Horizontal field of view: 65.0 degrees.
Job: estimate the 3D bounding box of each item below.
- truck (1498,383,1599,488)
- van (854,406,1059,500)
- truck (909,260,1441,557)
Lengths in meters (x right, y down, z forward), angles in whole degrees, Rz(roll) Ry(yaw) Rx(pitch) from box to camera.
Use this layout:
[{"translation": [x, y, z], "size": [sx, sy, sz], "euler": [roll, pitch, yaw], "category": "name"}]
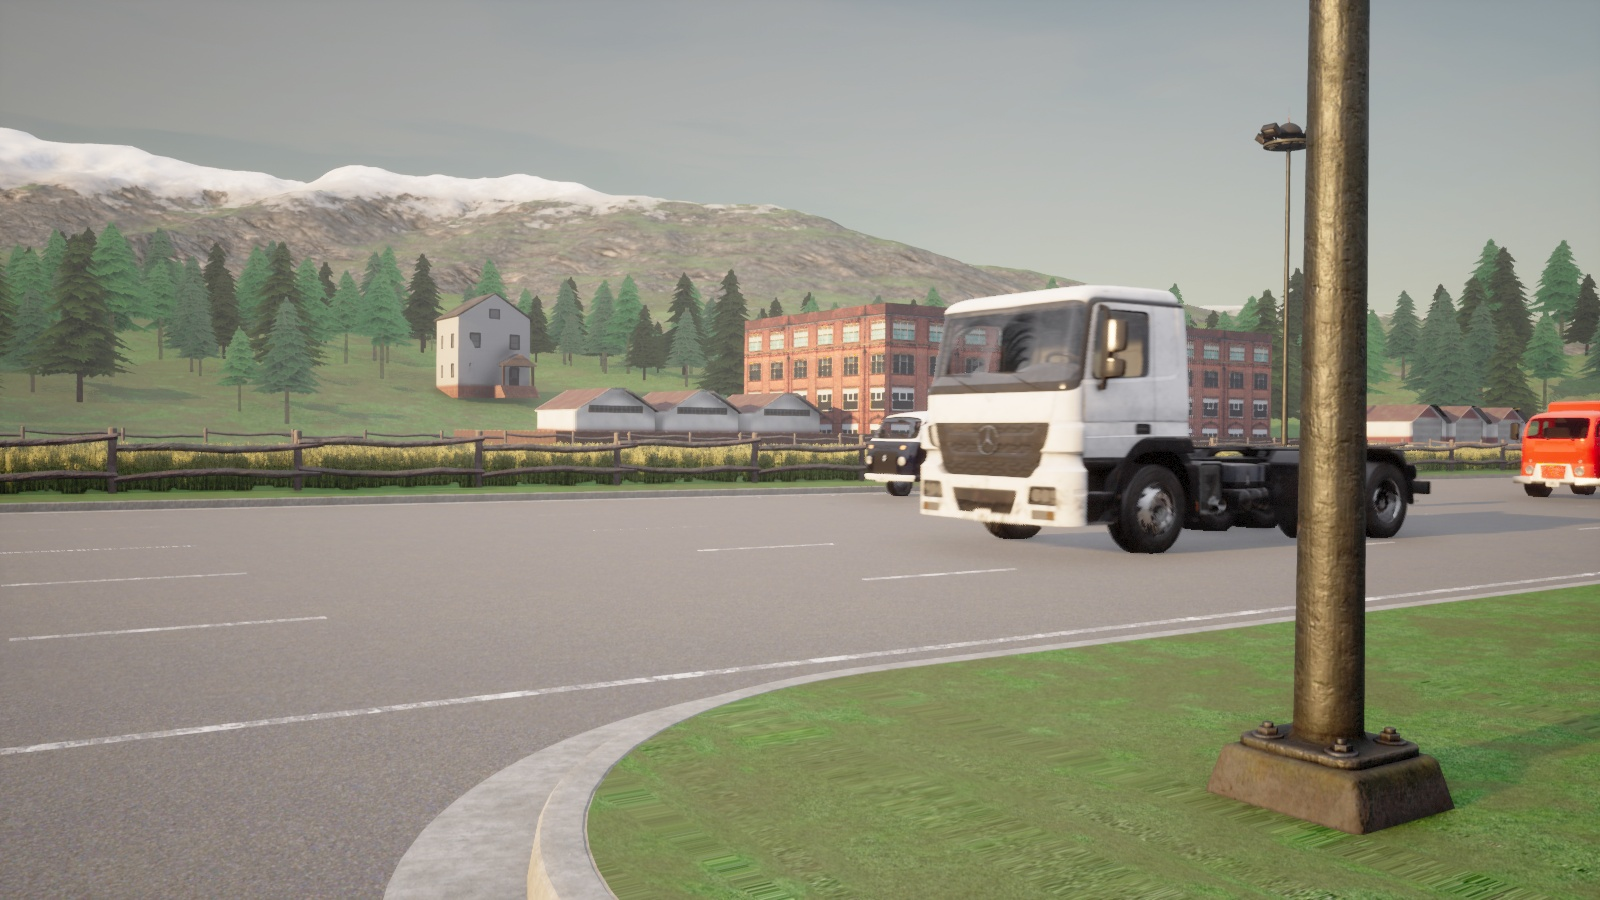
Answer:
[{"translation": [20.532, -0.374, 32.064], "size": [5.204, 2.467, 2.627], "euler": [-1, 1, -33], "category": "truck"}, {"translation": [3.683, 0.021, 29.354], "size": [4.480, 2.038, 2.069], "euler": [-1, 1, -33], "category": "van"}, {"translation": [5.596, -0.547, 18.030], "size": [7.936, 3.462, 2.891], "euler": [-1, 1, -33], "category": "truck"}]
